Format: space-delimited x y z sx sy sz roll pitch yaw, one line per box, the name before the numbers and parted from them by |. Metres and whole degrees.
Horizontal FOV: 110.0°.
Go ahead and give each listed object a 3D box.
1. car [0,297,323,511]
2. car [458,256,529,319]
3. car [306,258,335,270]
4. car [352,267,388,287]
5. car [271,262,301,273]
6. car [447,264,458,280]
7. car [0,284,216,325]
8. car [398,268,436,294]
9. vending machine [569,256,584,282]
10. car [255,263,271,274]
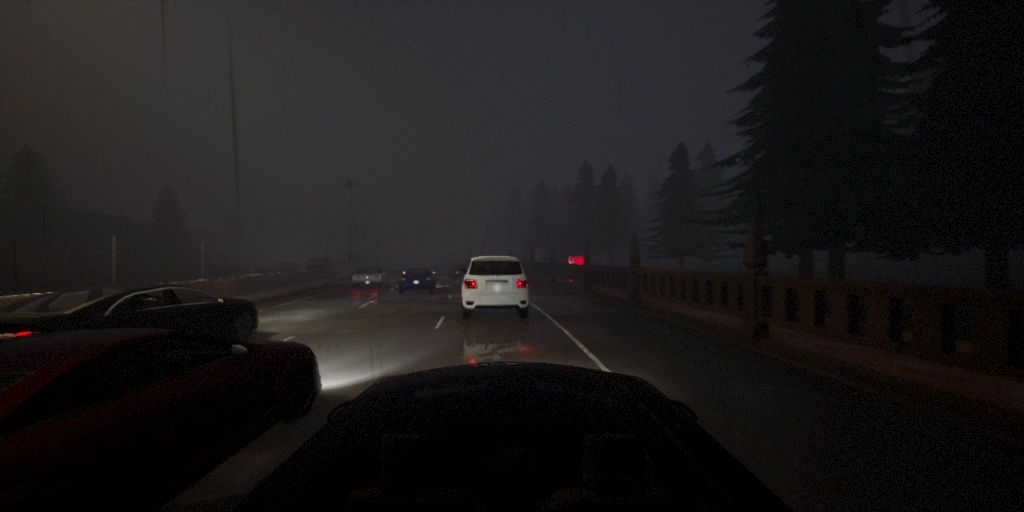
car | -3.568 1.334 3.194 1.994 1.385 4.181 0 0 0
car | -0.731 1.012 13.314 2.150 2.045 5.566 0 0 -6
car | -23.595 1.211 43.949 2.150 2.045 5.566 0 -1 -20
car | -10.121 1.472 25.935 1.895 1.301 4.718 0 0 -14
car | -27.375 1.496 44.115 2.128 1.511 4.902 0 0 -20
car | -4.679 1.417 32.573 2.033 1.411 5.357 0 0 -17
car | -7.230 1.289 7.066 2.128 1.511 4.902 0 0 -3
car | -5.589 1.401 21.441 1.994 1.385 4.181 0 0 -11
vending machine | 4.897 1.008 27.310 1.100 2.100 0.880 0 0 -13
car | -32.528 1.584 48.101 2.033 1.411 5.357 0 0 -19
